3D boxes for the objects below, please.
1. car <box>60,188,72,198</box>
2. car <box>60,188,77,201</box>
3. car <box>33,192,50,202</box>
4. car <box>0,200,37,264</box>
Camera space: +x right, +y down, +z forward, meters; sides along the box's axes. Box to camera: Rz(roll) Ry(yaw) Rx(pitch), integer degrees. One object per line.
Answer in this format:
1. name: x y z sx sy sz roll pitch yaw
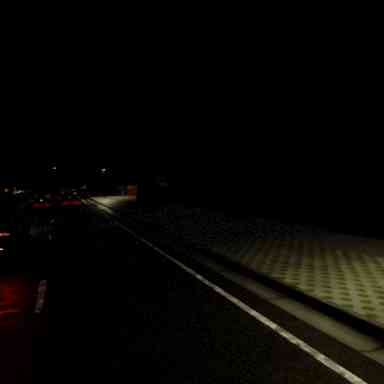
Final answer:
1. car: -21.312 0.103 56.223 1.812 1.442 4.674 -3 3 -22
2. car: -16.088 0.367 43.537 2.128 1.511 4.902 -3 3 -22
3. car: -19.042 0.657 42.202 1.895 1.301 4.718 -3 3 -22
4. car: -6.263 1.301 10.510 2.128 1.511 4.902 -3 3 -22
